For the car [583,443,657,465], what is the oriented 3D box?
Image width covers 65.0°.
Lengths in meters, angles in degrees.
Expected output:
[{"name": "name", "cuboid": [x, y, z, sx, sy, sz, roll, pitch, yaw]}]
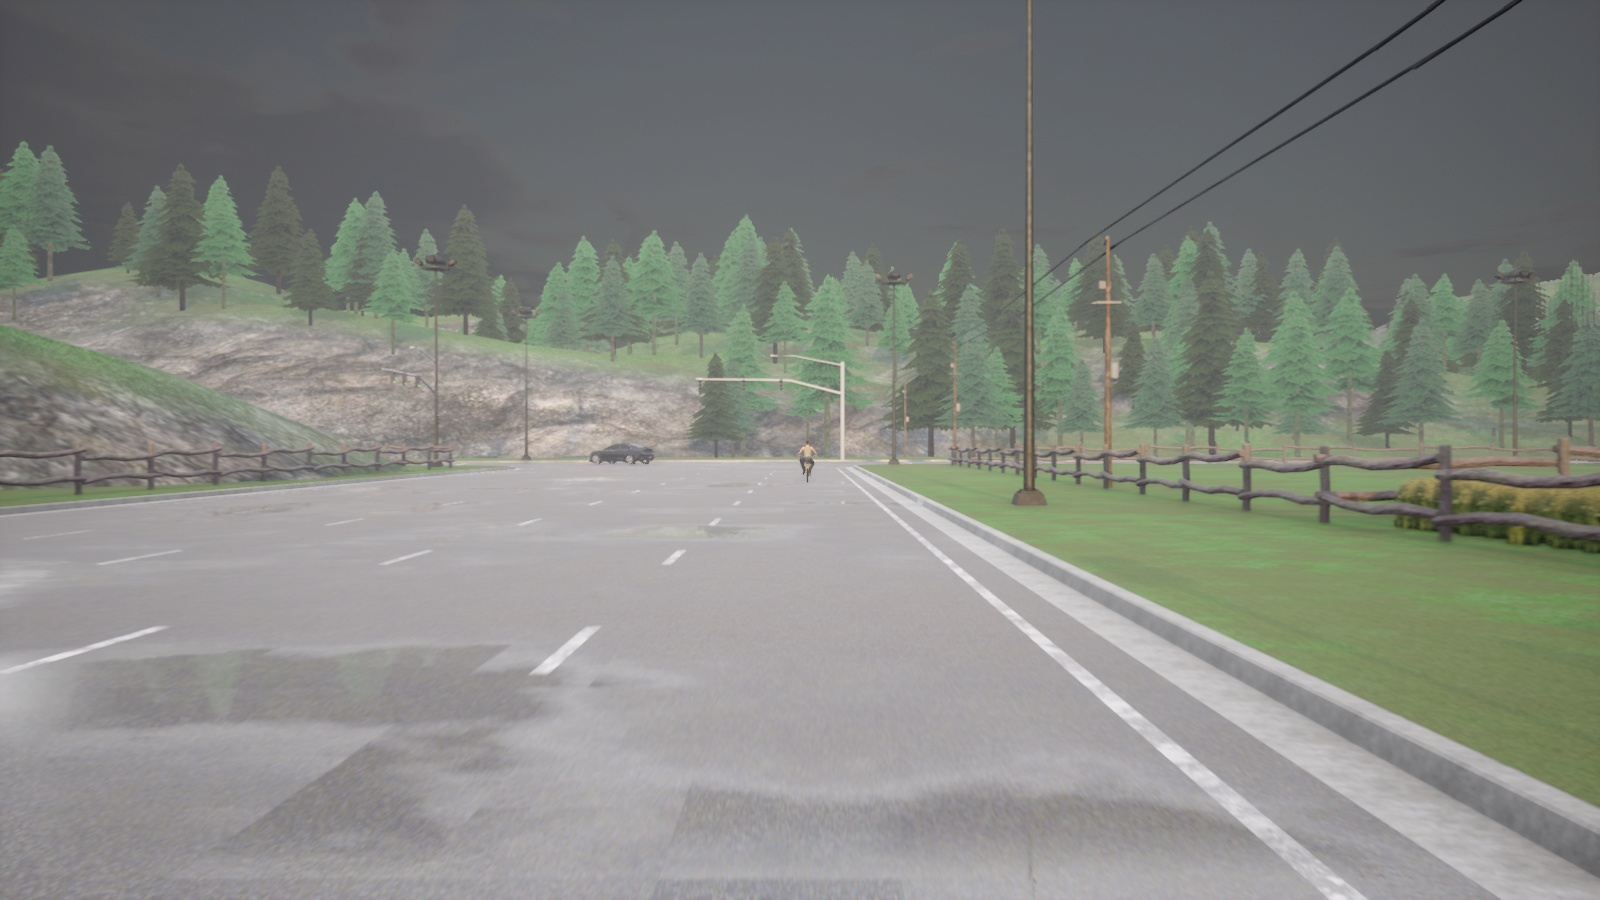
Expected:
[{"name": "car", "cuboid": [-12.380, 0.244, 86.222, 4.892, 1.490, 1.837, 0, 0, 29]}]
